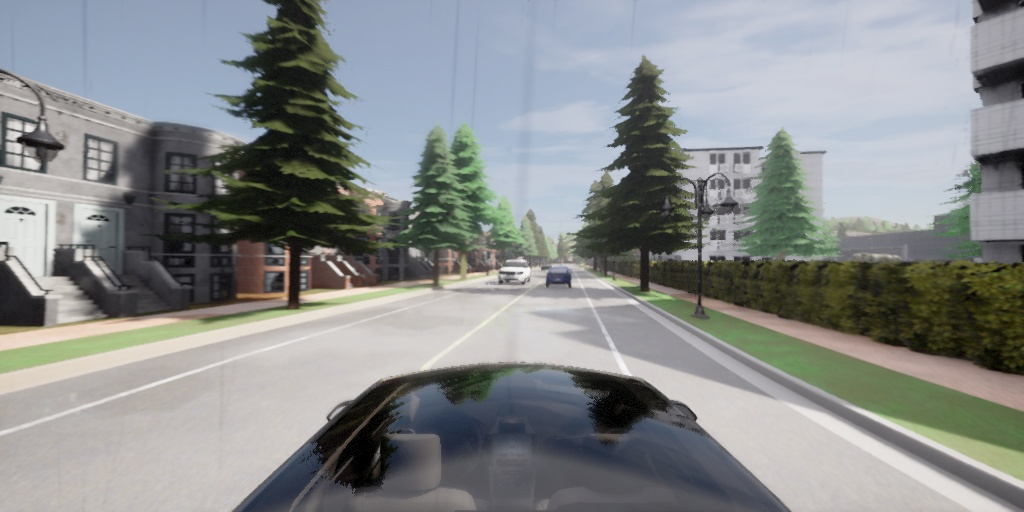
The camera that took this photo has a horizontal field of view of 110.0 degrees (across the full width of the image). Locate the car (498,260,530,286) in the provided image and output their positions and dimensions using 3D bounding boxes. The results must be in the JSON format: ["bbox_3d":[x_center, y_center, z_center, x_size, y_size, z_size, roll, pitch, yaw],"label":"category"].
[{"bbox_3d":[0.291,1.330,30.316,2.150,2.045,5.566,1,-1,9],"label":"car"}]

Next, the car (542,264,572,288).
[{"bbox_3d":[3.713,1.601,28.293,1.882,1.535,5.008,1,-1,9],"label":"car"}]
